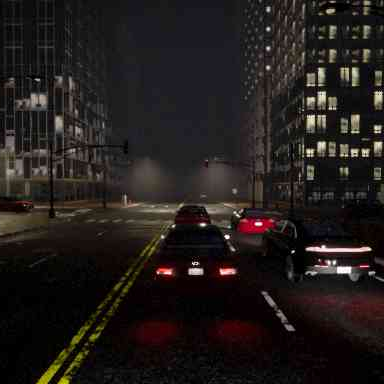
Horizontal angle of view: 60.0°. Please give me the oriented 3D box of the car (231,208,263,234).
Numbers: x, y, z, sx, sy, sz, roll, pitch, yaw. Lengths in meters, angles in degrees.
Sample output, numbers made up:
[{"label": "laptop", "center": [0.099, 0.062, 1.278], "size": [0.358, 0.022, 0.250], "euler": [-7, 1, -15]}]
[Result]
[{"label": "car", "center": [3.305, 1.554, 18.480], "size": [1.994, 1.385, 4.181], "euler": [0, 0, 0]}]

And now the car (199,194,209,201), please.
[{"label": "car", "center": [3.052, 1.513, 81.434], "size": [1.895, 1.301, 4.718], "euler": [0, 0, 0]}]

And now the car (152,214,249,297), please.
[{"label": "car", "center": [0.080, 1.544, 8.764], "size": [2.033, 1.411, 5.357], "euler": [0, 0, 0]}]

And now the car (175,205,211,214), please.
[{"label": "car", "center": [0.060, 1.468, 18.585], "size": [1.882, 1.535, 5.008], "euler": [0, 0, 1]}]

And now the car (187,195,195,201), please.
[{"label": "car", "center": [-0.202, 1.519, 82.776], "size": [1.895, 1.301, 4.718], "euler": [0, 0, 0]}]

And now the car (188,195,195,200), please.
[{"label": "car", "center": [-0.227, 1.459, 92.866], "size": [1.994, 1.385, 4.181], "euler": [0, 0, 0]}]

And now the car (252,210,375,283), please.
[{"label": "car", "center": [3.325, 1.487, 9.679], "size": [2.128, 1.511, 4.902], "euler": [0, 0, 0]}]

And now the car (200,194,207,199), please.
[{"label": "car", "center": [3.027, 1.266, 91.407], "size": [1.812, 1.442, 4.674], "euler": [0, 0, 0]}]

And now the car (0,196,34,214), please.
[{"label": "car", "center": [-18.289, 1.206, 33.295], "size": [4.553, 1.767, 2.097], "euler": [1, 1, 1]}]

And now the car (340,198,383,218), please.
[{"label": "car", "center": [16.128, 1.519, 30.232], "size": [5.009, 1.841, 2.192], "euler": [1, 0, 1]}]

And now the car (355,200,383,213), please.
[{"label": "car", "center": [21.716, 1.642, 38.532], "size": [4.829, 1.417, 1.752], "euler": [1, 0, 1]}]
